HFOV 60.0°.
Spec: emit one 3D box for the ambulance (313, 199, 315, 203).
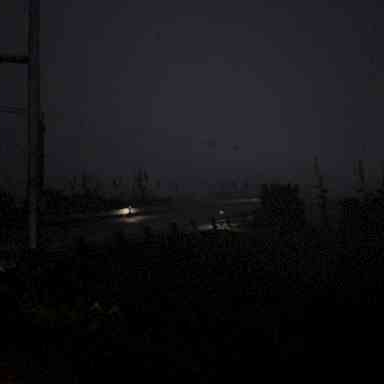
[{"bbox_3d":[13.706,0.342,40.083,2.351,2.431,6.366,1,-1,43],"label":"ambulance"}]
